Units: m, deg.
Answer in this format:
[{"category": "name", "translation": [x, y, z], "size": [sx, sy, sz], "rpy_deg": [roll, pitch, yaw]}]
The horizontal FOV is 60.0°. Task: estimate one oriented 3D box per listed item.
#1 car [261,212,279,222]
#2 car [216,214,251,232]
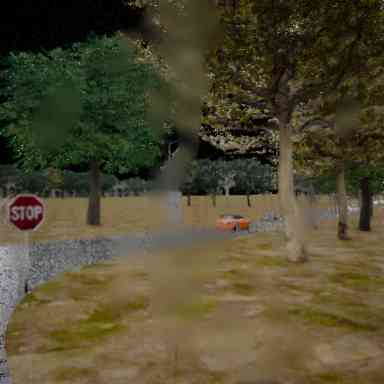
[{"category": "car", "translation": [12.461, 4.011, 53.092], "size": [2.128, 1.511, 4.902], "rpy_deg": [-3, -3, 31]}, {"category": "car", "translation": [4.158, 2.947, 32.789], "size": [2.097, 1.767, 4.553], "rpy_deg": [-3, -4, 31]}]
